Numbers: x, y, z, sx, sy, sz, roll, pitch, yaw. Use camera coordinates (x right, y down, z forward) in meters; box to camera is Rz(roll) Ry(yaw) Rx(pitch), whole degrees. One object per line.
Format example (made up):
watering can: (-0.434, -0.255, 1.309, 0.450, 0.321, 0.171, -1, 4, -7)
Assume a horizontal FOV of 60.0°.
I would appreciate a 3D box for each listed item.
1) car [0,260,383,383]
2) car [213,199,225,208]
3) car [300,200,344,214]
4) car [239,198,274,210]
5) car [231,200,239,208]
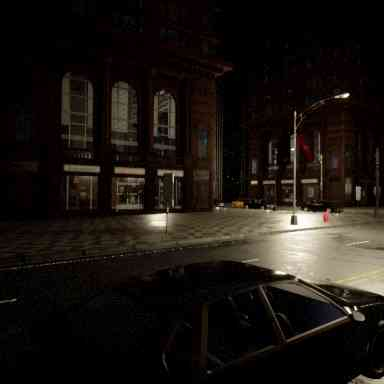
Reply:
car: (0.423, 1.548, 3.744, 5.357, 1.411, 2.033, 0, 0, -36)
car: (3.349, 1.789, 53.358, 1.812, 1.442, 4.674, 1, -1, -35)
car: (14.594, 1.679, 37.507, 1.837, 1.490, 4.892, 1, -1, -35)
car: (9.105, 1.722, 45.245, 1.837, 1.490, 4.892, 1, -1, -35)
car: (8.229, 1.760, 52.008, 1.882, 1.535, 5.008, 1, -1, -35)
